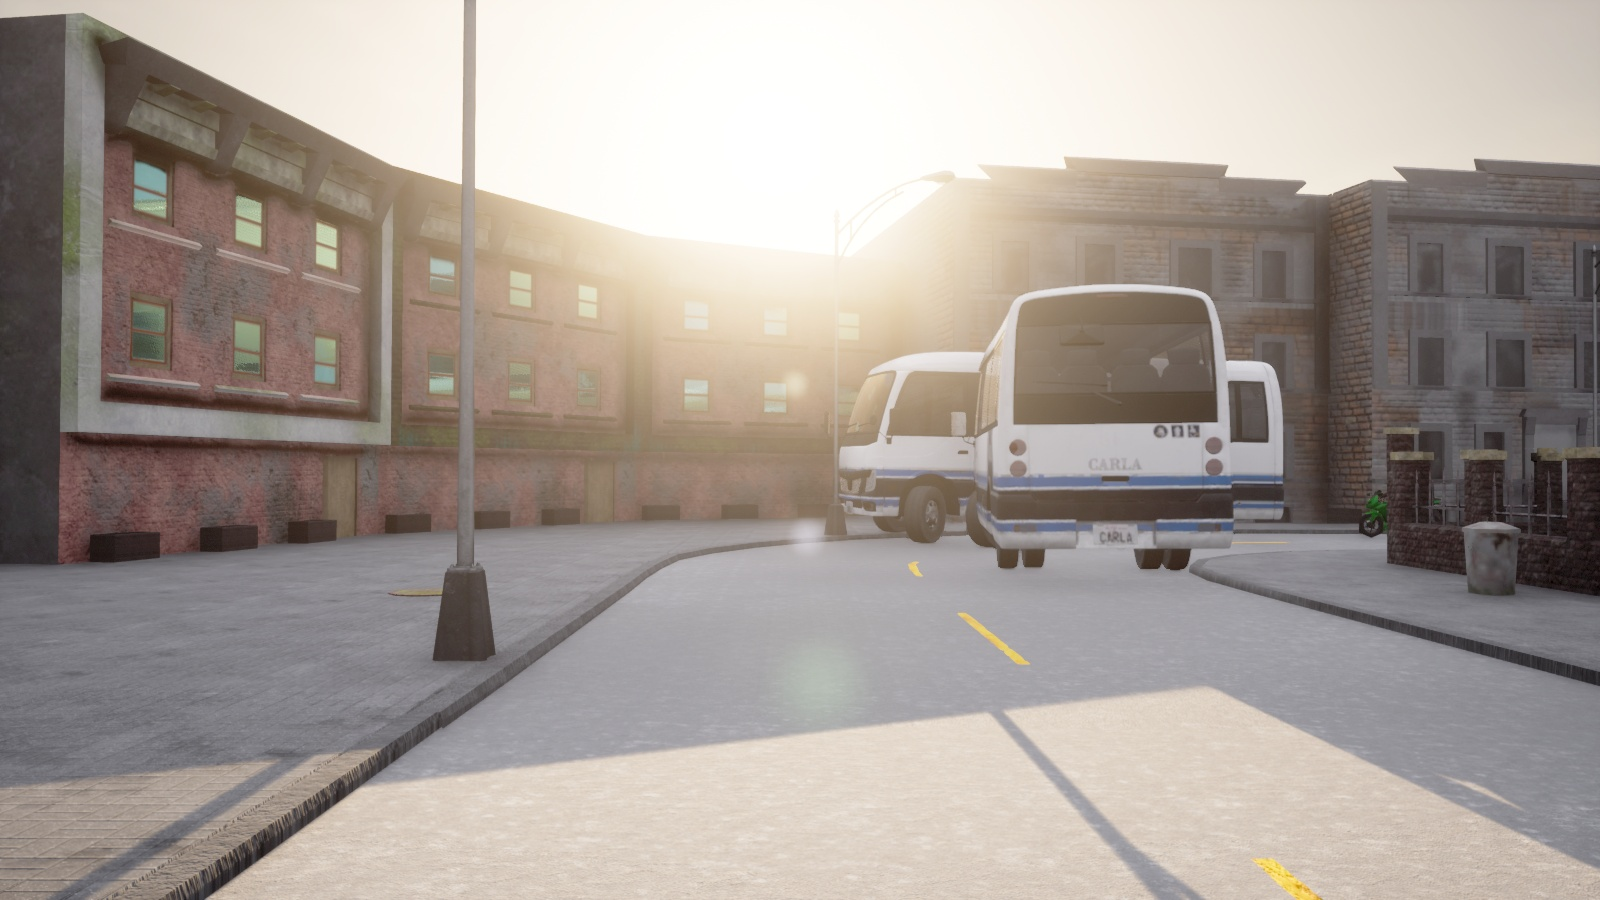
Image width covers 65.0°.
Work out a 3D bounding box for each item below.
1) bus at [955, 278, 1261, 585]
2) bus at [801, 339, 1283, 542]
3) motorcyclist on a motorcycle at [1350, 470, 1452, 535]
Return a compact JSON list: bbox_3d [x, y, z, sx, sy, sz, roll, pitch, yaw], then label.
[{"bbox_3d":[4.940,-0.195,22.802,3.944,4.253,10.273,-1,-1,6],"label":"bus"},{"bbox_3d":[5.451,-0.129,29.265,10.273,4.253,3.944,1,-1,-11],"label":"bus"},{"bbox_3d":[14.416,1.244,30.164,2.044,1.523,0.797,0,-1,0],"label":"motorcyclist on a motorcycle"}]
